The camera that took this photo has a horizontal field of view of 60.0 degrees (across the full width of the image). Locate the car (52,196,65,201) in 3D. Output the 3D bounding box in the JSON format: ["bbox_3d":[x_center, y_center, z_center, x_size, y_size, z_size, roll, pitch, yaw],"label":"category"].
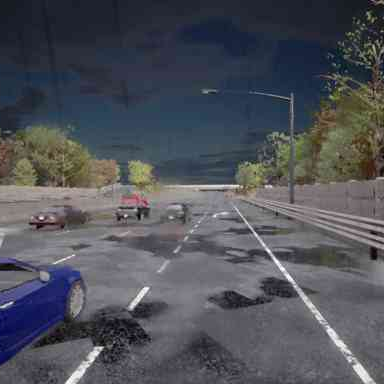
[{"bbox_3d":[-25.533,1.515,65.323,1.882,1.535,5.008,0,0,5],"label":"car"}]

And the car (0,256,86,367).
[{"bbox_3d":[-3.042,1.525,4.326,1.812,1.442,4.674,0,0,5],"label":"car"}]

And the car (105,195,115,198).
[{"bbox_3d":[-14.973,1.602,65.676,1.994,1.385,4.181,0,0,6],"label":"car"}]

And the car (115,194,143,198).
[{"bbox_3d":[-6.789,1.227,39.200,2.150,2.045,5.566,0,0,6],"label":"car"}]

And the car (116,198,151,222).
[{"bbox_3d":[-4.501,1.493,26.211,2.128,1.511,4.902,0,0,5],"label":"car"}]

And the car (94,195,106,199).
[{"bbox_3d":[-18.327,1.398,67.188,2.097,1.767,4.553,0,0,5],"label":"car"}]

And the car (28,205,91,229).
[{"bbox_3d":[-8.438,1.548,21.698,2.033,1.411,5.357,0,0,5],"label":"car"}]

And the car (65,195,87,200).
[{"bbox_3d":[-22.089,1.390,64.659,2.097,1.767,4.553,0,0,6],"label":"car"}]

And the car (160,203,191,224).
[{"bbox_3d":[-1.148,1.526,24.467,1.812,1.442,4.674,0,0,5],"label":"car"}]
